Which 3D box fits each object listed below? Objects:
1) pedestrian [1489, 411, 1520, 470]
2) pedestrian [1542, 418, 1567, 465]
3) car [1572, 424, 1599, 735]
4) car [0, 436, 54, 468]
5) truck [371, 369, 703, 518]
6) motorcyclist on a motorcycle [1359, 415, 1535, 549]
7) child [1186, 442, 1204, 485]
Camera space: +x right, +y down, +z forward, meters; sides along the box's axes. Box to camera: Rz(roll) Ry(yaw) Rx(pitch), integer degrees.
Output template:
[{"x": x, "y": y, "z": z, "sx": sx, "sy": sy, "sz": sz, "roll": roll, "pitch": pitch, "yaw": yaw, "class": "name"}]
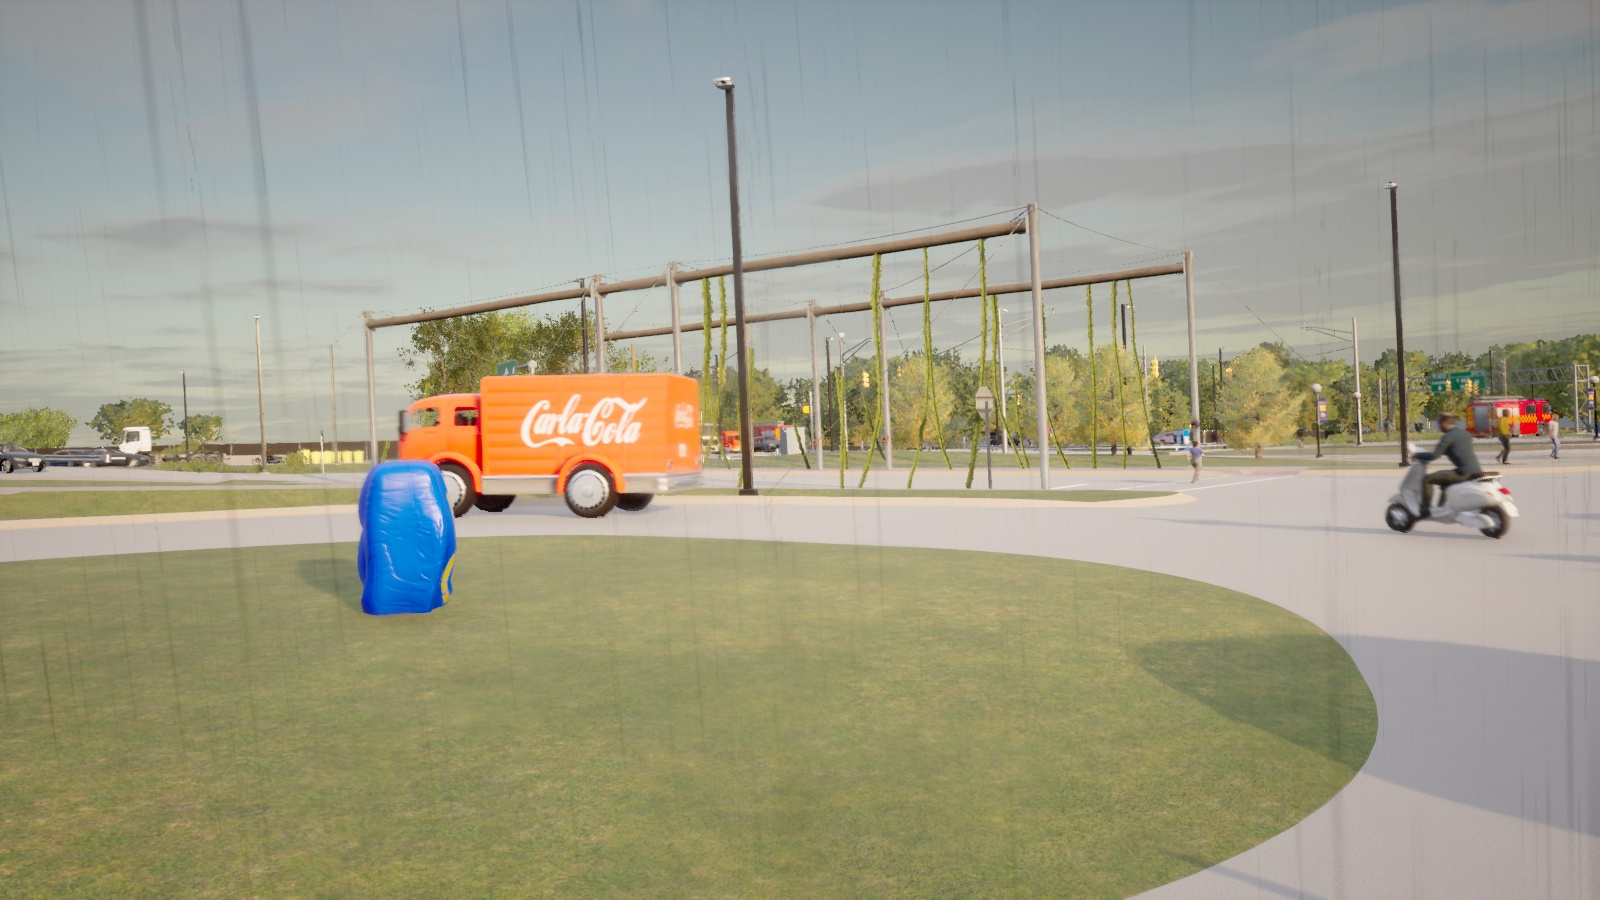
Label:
[{"x": 22.263, "y": -0.289, "z": 39.680, "sx": 0.726, "sy": 1.835, "sz": 0.370, "roll": -2, "pitch": 0, "yaw": 38, "class": "pedestrian"}, {"x": 30.088, "y": -0.340, "z": 50.102, "sx": 0.354, "sy": 1.836, "sz": 0.706, "roll": -2, "pitch": 0, "yaw": -35, "class": "pedestrian"}, {"x": 5.328, "y": 0.694, "z": 4.452, "sx": 2.033, "sy": 1.649, "sz": 4.856, "roll": -2, "pitch": 1, "yaw": -2, "class": "car"}, {"x": -41.897, "y": 0.081, "z": 66.015, "sx": 4.902, "sy": 1.511, "sz": 2.128, "roll": 1, "pitch": 2, "yaw": 23, "class": "car"}, {"x": -4.619, "y": -0.102, "z": 22.576, "sx": 5.204, "sy": 2.467, "sz": 2.627, "roll": 0, "pitch": 0, "yaw": 10, "class": "truck"}, {"x": 8.302, "y": 0.384, "z": 16.191, "sx": 0.866, "sy": 1.590, "sz": 1.817, "roll": -3, "pitch": 1, "yaw": -27, "class": "motorcyclist on a motorcycle"}, {"x": 11.578, "y": 0.396, "z": 36.783, "sx": 0.437, "sy": 1.263, "sz": 0.270, "roll": -3, "pitch": 0, "yaw": -44, "class": "child"}]
